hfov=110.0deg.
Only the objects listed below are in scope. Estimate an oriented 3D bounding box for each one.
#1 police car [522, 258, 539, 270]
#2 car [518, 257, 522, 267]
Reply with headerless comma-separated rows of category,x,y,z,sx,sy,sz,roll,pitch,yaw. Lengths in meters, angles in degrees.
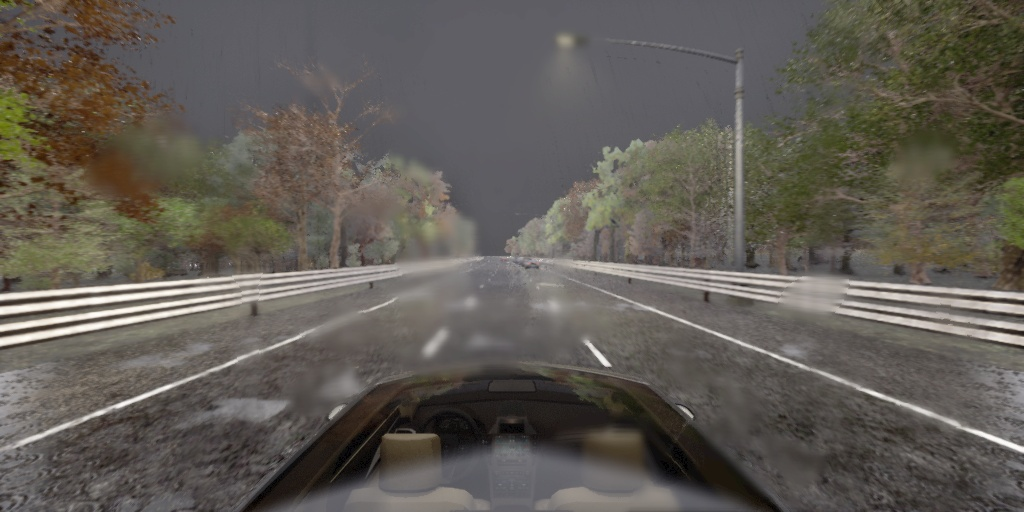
police car,2.987,1.252,54.253,2.038,1.542,4.974,0,0,-1
car,2.742,1.173,65.287,2.033,1.649,4.856,0,0,-1
